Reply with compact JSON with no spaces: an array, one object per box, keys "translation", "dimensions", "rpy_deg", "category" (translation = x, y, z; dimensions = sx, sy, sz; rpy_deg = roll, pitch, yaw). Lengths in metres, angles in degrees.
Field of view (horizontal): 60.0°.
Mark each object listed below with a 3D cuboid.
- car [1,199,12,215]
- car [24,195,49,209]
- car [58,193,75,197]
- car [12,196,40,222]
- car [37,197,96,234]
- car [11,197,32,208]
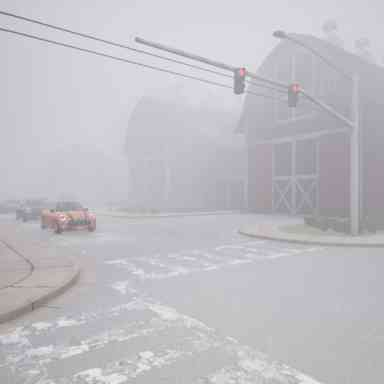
[{"translation":[-18.608,1.501,34.607],"dimensions":[1.837,1.490,4.892],"rpy_deg":[0,0,-37],"category":"car"},{"translation":[-19.953,1.327,42.442],"dimensions":[1.882,1.535,5.008],"rpy_deg":[-1,-3,-37],"category":"car"},{"translation":[-18.459,1.160,47.364],"dimensions":[3.866,1.878,1.905],"rpy_deg":[-2,5,11],"category":"car"},{"translation":[-12.584,1.347,26.534],"dimensions":[2.097,1.767,4.553],"rpy_deg":[0,0,-37],"category":"car"},{"translation":[-7.278,1.342,19.422],"dimensions":[2.097,1.767,4.553],"rpy_deg":[0,0,-37],"category":"car"},{"translation":[-25.761,1.557,50.182],"dimensions":[2.033,1.411,5.357],"rpy_deg":[0,0,-37],"category":"car"}]
